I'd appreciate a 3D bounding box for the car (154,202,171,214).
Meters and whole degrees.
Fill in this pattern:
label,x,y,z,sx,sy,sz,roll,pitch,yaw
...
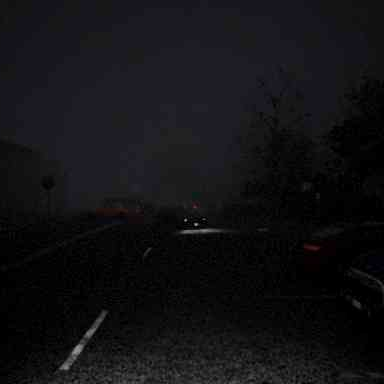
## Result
label,x,y,z,sx,sy,sz,roll,pitch,yaw
car,-3.650,1.978,41.633,1.812,1.442,4.674,0,-2,0

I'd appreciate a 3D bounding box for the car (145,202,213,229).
label,x,y,z,sx,sy,sz,roll,pitch,yaw
car,-1.073,1.628,22.689,2.033,1.411,5.357,0,-1,-30

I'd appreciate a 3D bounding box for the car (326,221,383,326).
label,x,y,z,sx,sy,sz,roll,pitch,yaw
car,5.111,1.352,5.801,4.553,1.767,2.185,0,0,0

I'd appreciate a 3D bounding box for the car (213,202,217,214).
label,x,y,z,sx,sy,sz,roll,pitch,yaw
car,5.034,1.703,32.559,5.366,1.575,1.946,0,-1,-1

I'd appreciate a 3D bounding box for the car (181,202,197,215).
label,x,y,z,sx,sy,sz,roll,pitch,yaw
car,-0.314,1.938,40.294,1.812,1.442,4.674,0,-2,-1

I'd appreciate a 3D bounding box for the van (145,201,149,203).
label,x,y,z,sx,sy,sz,roll,pitch,yaw
van,-7.338,1.574,36.257,4.442,1.987,1.878,0,-1,-1

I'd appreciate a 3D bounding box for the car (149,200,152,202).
label,x,y,z,sx,sy,sz,roll,pitch,yaw
car,-7.554,2.050,45.355,5.008,1.535,2.097,0,-2,-1

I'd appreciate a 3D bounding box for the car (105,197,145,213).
label,x,y,z,sx,sy,sz,roll,pitch,yaw
car,-7.395,1.605,33.218,4.553,1.767,2.185,0,-1,-1

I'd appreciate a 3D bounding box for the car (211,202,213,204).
label,x,y,z,sx,sy,sz,roll,pitch,yaw
car,5.010,1.759,35.219,5.366,1.575,1.946,0,-1,-1

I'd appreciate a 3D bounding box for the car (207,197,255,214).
label,x,y,z,sx,sy,sz,roll,pitch,yaw
car,4.743,1.651,40.939,5.566,2.045,2.435,0,-2,-1

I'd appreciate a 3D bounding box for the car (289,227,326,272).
label,x,y,z,sx,sy,sz,roll,pitch,yaw
car,5.037,1.523,8.971,4.674,1.452,2.002,0,0,0

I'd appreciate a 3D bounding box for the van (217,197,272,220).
label,x,y,z,sx,sy,sz,roll,pitch,yaw
van,4.757,1.429,29.767,4.442,1.987,1.878,0,-1,-1

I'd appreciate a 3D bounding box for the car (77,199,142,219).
label,x,y,z,sx,sy,sz,roll,pitch,yaw
car,-7.584,1.674,30.296,5.366,1.575,1.946,0,-1,-1

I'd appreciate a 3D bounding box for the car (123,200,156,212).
label,x,y,z,sx,sy,sz,roll,pitch,yaw
car,-7.570,2.021,48.394,4.553,1.767,2.185,0,-2,-1

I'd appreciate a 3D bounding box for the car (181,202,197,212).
label,x,y,z,sx,sy,sz,roll,pitch,yaw
car,-0.420,2.212,50.163,2.128,1.511,4.902,0,-2,2

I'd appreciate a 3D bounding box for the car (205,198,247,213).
label,x,y,z,sx,sy,sz,roll,pitch,yaw
car,4.668,1.819,46.398,5.566,2.045,2.435,0,-2,-1
